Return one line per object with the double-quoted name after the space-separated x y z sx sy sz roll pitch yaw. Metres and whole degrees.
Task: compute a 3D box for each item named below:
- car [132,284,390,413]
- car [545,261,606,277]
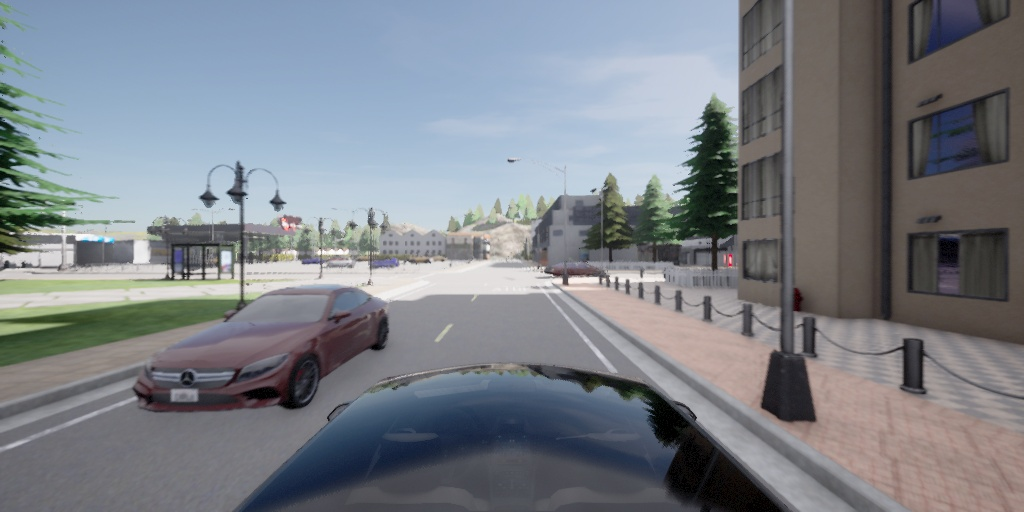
-3.588 1.260 6.255 1.812 1.442 4.674 0 0 0 "car"
5.674 1.197 32.258 5.357 1.411 2.033 0 0 -14 "car"
